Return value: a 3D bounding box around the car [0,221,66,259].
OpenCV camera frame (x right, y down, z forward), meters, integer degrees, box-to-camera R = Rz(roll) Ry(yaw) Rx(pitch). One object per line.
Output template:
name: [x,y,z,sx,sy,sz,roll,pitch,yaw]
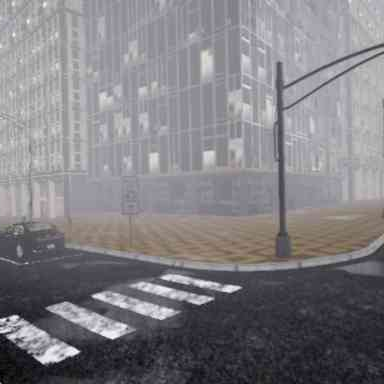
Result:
car: [-7.031,1.938,14.316,4.403,1.369,2.008,-3,0,43]
